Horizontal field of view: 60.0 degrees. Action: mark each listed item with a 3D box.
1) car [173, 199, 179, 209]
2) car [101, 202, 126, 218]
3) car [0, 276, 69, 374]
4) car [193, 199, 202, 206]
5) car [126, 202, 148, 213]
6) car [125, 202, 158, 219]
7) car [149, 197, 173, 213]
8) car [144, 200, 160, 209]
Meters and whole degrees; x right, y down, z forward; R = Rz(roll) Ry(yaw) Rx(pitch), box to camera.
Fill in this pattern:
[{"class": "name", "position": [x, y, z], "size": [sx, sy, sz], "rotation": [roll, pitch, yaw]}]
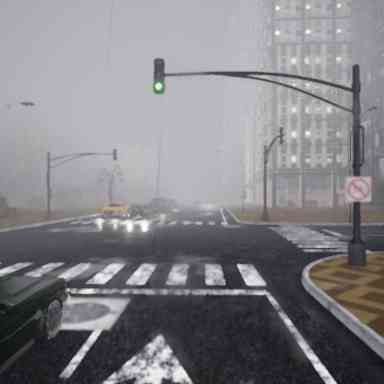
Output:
[{"class": "car", "position": [-3.424, 1.968, 56.652], "size": [2.097, 1.767, 4.553], "rotation": [0, -1, 4]}, {"class": "car", "position": [-8.153, 1.853, 35.600], "size": [1.882, 1.535, 5.008], "rotation": [0, -1, 4]}, {"class": "car", "position": [-3.069, 1.640, 3.634], "size": [1.895, 1.301, 4.718], "rotation": [0, -1, 1]}, {"class": "car", "position": [1.125, 2.362, 74.537], "size": [2.033, 1.411, 5.357], "rotation": [0, -1, 4]}, {"class": "car", "position": [-7.479, 2.085, 45.466], "size": [1.895, 1.301, 4.718], "rotation": [0, -1, 4]}, {"class": "car", "position": [-5.009, 1.961, 33.877], "size": [1.895, 1.301, 4.718], "rotation": [0, -1, 3]}, {"class": "car", "position": [-4.287, 1.697, 44.500], "size": [2.150, 2.045, 5.566], "rotation": [0, 0, 4]}, {"class": "car", "position": [-6.712, 2.169, 56.311], "size": [1.994, 1.385, 4.181], "rotation": [0, 0, 4]}]
